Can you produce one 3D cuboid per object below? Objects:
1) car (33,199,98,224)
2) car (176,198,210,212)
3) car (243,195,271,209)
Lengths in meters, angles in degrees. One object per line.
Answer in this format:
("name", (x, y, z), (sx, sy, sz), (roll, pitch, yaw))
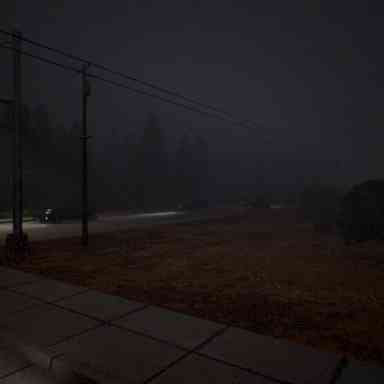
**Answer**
("car", (-9.445, 1.358, 25.044), (2.097, 1.767, 4.553), (0, 0, 37))
("car", (0.181, 1.413, 38.020), (2.128, 1.511, 4.902), (0, 0, 37))
("car", (8.468, 1.468, 42.997), (1.895, 1.301, 4.718), (0, 0, 37))
